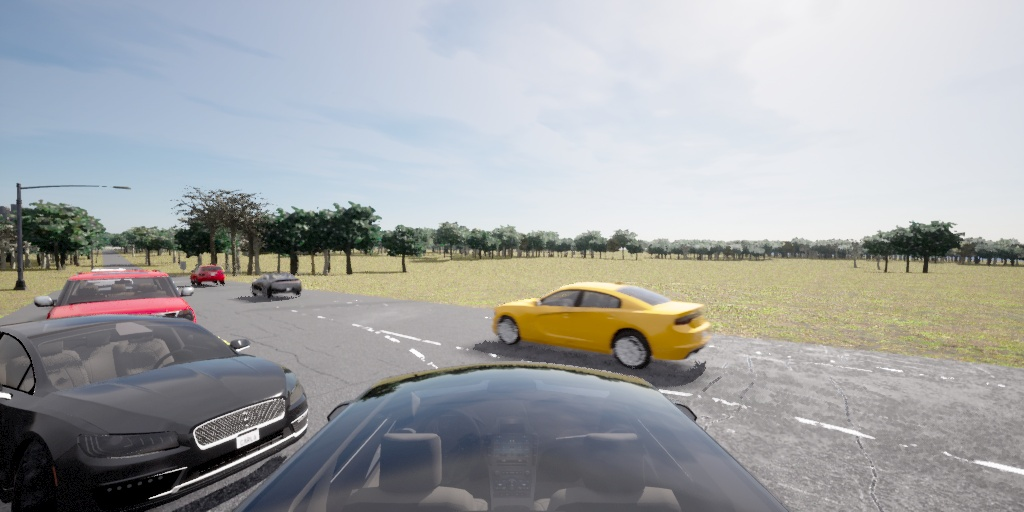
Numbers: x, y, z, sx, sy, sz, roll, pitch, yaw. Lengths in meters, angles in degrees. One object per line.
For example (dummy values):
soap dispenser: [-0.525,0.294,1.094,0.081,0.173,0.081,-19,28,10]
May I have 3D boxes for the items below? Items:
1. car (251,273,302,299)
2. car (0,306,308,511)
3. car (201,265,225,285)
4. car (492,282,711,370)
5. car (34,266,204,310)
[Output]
car: [-15.152,1.835,22.977,4.902,1.511,2.128,-2,0,41]
car: [-4.540,1.445,3.996,4.892,1.490,1.837,-3,-3,21]
car: [-32.056,2.029,37.746,5.566,2.045,2.150,-2,0,41]
car: [1.704,1.355,8.256,5.008,1.535,1.882,-2,-1,41]
car: [-9.426,1.384,8.668,5.566,2.045,2.150,-2,0,41]
